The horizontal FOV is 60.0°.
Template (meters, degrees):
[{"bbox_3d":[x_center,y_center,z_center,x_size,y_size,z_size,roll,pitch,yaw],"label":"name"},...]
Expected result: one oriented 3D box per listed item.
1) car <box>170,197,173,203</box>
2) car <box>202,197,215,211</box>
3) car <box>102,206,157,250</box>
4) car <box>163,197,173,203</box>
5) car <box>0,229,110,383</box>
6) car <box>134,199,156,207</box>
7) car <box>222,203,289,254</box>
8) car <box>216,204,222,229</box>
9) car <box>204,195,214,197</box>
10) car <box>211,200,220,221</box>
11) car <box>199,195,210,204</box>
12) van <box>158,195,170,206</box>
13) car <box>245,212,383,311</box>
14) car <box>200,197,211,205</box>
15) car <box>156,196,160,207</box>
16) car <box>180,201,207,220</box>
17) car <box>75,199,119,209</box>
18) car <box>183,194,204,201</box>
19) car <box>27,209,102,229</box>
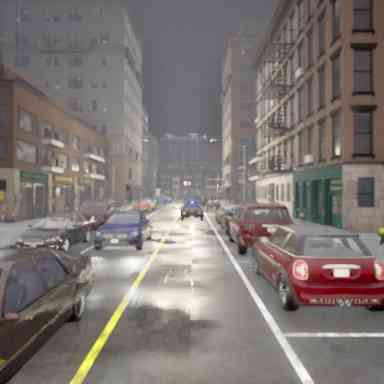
[{"bbox_3d":[-5.379,1.704,70.091,2.008,1.369,4.403,0,0,0],"label":"car"},{"bbox_3d":[2.643,1.641,41.781,2.008,1.369,4.403,0,0,0],"label":"car"},{"bbox_3d":[-2.839,1.557,14.586,1.812,1.442,4.674,0,0,0],"label":"car"},{"bbox_3d":[-5.379,1.732,75.753,1.947,1.339,4.313,0,0,0],"label":"car"},{"bbox_3d":[-2.854,1.558,4.547,2.033,1.411,5.357,0,0,0],"label":"car"},{"bbox_3d":[-5.383,1.660,36.120,1.802,1.307,4.206,0,0,0],"label":"car"},{"bbox_3d":[2.640,1.344,13.472,2.192,1.841,5.009,0,0,0],"label":"car"},{"bbox_3d":[2.641,1.607,19.133,1.947,1.339,4.313,0,0,0],"label":"car"},{"bbox_3d":[2.644,1.431,53.105,2.192,1.841,5.009,0,0,0],"label":"car"},{"bbox_3d":[2.641,1.579,24.965,1.752,1.417,4.829,0,0,0],"label":"car"},{"bbox_3d":[2.646,1.469,70.091,2.192,1.841,5.009,0,0,0],"label":"car"},{"bbox_3d":[-5.380,1.469,58.768,1.690,1.788,3.998,0,0,0],"label":"van"},{"bbox_3d":[2.639,1.457,7.809,1.967,1.590,4.097,0,0,0],"label":"car"},{"bbox_3d":[2.645,1.707,64.428,1.947,1.339,4.313,0,0,0],"label":"car"},{"bbox_3d":[-5.382,1.615,41.612,1.752,1.417,4.829,0,0,0],"label":"car"},{"bbox_3d":[0.020,1.662,28.283,1.895,1.301,4.718,0,0,0],"label":"car"},{"bbox_3d":[-5.384,1.356,19.135,2.192,1.841,5.009,0,0,0],"label":"car"},{"bbox_3d":[0.059,1.315,42.775,2.150,2.045,5.566,0,0,0],"label":"car"},{"bbox_3d":[-5.385,1.580,13.473,2.008,1.369,4.403,0,0,0],"label":"car"}]
